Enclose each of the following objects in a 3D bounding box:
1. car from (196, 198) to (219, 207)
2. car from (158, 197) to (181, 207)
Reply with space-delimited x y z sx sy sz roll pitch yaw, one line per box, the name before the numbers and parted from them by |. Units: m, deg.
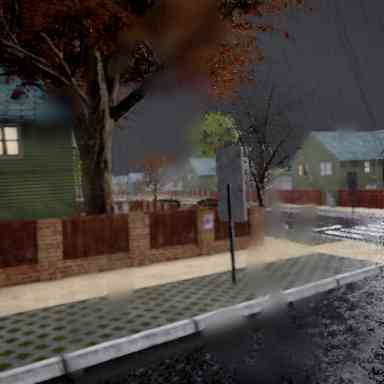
car | 1.931 1.359 32.286 1.837 1.490 4.892 -4 2 -22
car | -3.038 1.310 44.802 1.895 1.301 4.718 -4 2 -22
